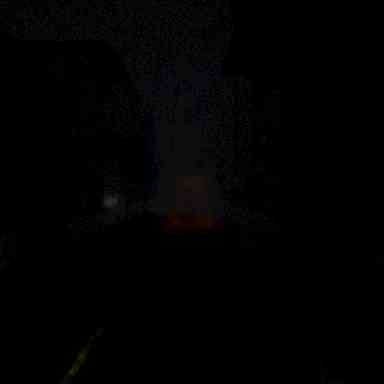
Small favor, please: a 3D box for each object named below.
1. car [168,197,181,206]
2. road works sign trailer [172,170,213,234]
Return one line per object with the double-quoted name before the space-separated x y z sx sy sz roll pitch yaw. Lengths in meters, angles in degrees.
"car" -3.038 1.624 58.326 1.837 1.490 4.892 0 0 1
"road works sign trailer" 0.004 0.507 19.690 2.380 3.560 2.880 0 0 0
